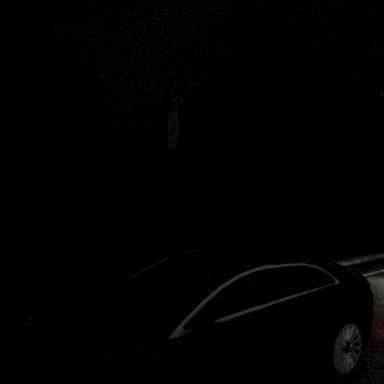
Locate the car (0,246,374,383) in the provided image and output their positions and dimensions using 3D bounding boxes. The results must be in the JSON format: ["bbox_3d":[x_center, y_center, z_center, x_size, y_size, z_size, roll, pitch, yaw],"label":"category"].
[{"bbox_3d":[0.240,1.487,4.009,4.902,1.511,2.128,0,0,-34],"label":"car"}]
